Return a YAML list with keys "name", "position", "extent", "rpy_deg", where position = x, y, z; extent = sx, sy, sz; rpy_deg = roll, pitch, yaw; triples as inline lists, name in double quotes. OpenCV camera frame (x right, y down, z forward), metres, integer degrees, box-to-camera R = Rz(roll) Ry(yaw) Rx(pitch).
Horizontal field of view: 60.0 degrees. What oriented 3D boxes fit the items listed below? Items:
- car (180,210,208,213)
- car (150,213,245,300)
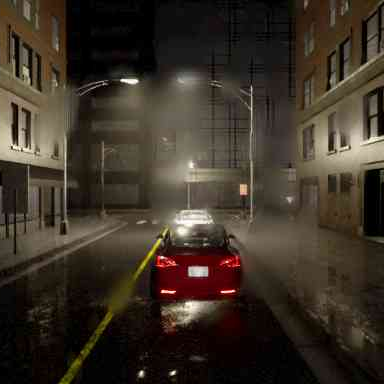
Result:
- name: "car"
  position: [0.096, 1.603, 17.464]
  extent: [1.895, 1.301, 4.718]
  rpy_deg: [0, 0, 0]
- name: "car"
  position: [0.107, 1.504, 8.448]
  extent: [2.163, 1.488, 4.792]
  rpy_deg: [0, 0, 0]
